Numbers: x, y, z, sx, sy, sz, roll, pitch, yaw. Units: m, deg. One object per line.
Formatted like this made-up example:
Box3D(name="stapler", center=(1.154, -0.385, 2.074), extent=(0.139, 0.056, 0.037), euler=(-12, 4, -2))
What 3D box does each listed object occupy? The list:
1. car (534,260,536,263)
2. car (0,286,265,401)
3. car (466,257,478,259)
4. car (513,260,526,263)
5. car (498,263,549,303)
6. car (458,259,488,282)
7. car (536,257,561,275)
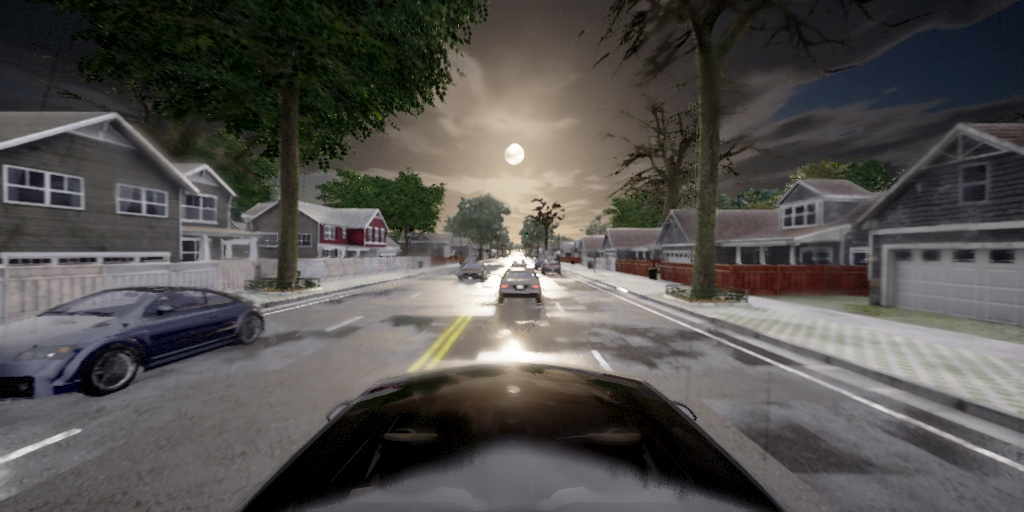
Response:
Box3D(name="car", center=(4.133, 0.942, 48.571), extent=(2.097, 1.767, 4.553), euler=(0, 0, 1))
Box3D(name="car", center=(-6.534, 1.241, 6.291), extent=(1.994, 1.385, 4.181), euler=(0, 0, 1))
Box3D(name="car", center=(-5.609, 0.912, 49.345), extent=(2.097, 1.767, 4.553), euler=(0, 0, 1))
Box3D(name="car", center=(0.808, 1.147, 39.786), extent=(2.033, 1.411, 5.357), euler=(0, 0, 1))
Box3D(name="car", center=(0.360, 1.238, 16.387), extent=(2.033, 1.411, 5.357), euler=(0, 0, 1))
Box3D(name="car", center=(-2.874, 1.166, 27.673), extent=(2.033, 1.411, 5.357), euler=(0, 0, 1))
Box3D(name="car", center=(4.015, 1.128, 37.420), extent=(2.128, 1.511, 4.902), euler=(0, 0, 1))
